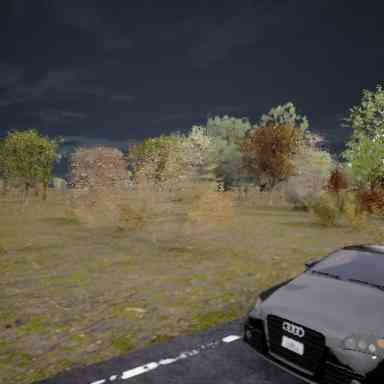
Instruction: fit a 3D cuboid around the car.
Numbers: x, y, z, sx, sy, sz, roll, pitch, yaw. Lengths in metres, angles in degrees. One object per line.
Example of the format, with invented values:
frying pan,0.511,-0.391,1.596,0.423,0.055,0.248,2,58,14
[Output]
car,2.757,1.533,4.917,4.181,1.385,1.994,0,0,-36
